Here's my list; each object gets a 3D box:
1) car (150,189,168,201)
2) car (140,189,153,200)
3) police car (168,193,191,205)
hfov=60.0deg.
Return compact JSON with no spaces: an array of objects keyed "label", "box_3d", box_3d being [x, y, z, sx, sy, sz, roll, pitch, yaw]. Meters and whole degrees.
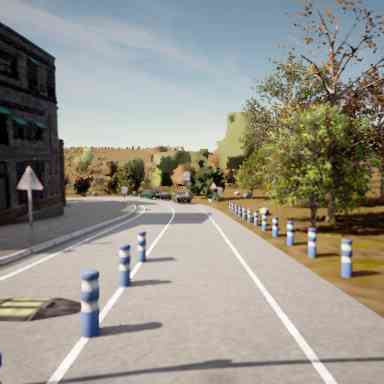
[{"label":"car","box_3d":[-5.178,0.748,58.407,1.882,1.535,5.008,-3,3,-25]},{"label":"car","box_3d":[-8.101,0.474,63.984,2.150,2.045,5.566,-5,3,-30]},{"label":"police car","box_3d":[-1.622,0.924,48.704,1.930,1.638,5.238,-2,2,-15]}]
